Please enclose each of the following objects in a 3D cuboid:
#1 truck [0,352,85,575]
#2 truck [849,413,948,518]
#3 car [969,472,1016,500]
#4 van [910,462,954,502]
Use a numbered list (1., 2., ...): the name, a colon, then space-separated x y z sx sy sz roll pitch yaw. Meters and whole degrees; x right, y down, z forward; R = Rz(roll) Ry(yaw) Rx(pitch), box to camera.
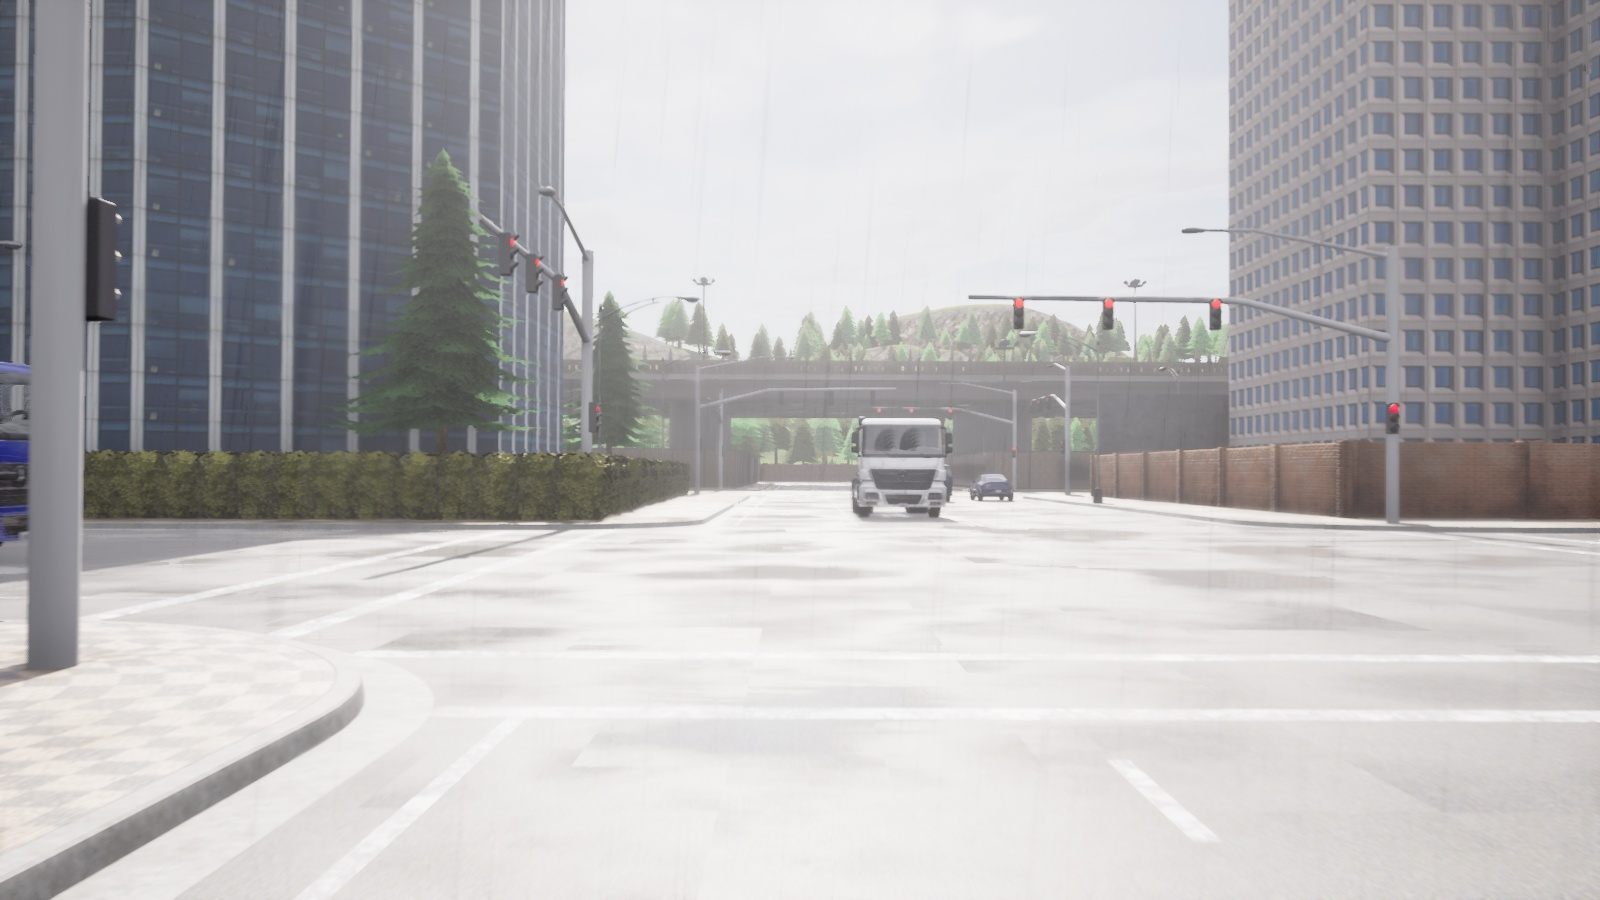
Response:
1. truck: -16.416 0.240 20.403 7.936 3.462 2.891 0 -1 -1
2. truck: 3.387 0.577 45.249 2.891 3.462 7.936 0 -1 0
3. car: 10.338 1.934 67.780 1.812 1.442 4.674 0 -1 0
4. van: 6.842 1.637 65.521 1.775 1.987 4.442 0 -1 0
